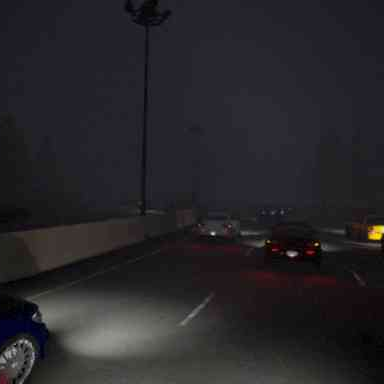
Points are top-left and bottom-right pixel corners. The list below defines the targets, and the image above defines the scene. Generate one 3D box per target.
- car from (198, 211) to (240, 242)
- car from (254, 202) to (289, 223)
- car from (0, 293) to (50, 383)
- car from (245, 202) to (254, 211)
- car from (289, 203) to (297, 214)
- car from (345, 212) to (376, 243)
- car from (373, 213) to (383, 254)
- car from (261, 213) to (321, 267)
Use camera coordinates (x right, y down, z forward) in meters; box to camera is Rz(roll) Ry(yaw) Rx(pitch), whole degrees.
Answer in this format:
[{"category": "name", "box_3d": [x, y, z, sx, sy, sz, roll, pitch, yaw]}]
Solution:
[{"category": "car", "box_3d": [1.541, 1.779, 18.052, 1.812, 1.442, 4.674, 1, -1, 13]}, {"category": "car", "box_3d": [7.143, 1.884, 30.507, 2.097, 1.767, 4.553, 1, -1, 6]}, {"category": "car", "box_3d": [-3.336, 1.481, 2.556, 1.812, 1.442, 4.674, 1, -1, 22]}, {"category": "car", "box_3d": [10.418, 2.383, 55.369, 1.882, 1.535, 5.008, 1, -1, -10]}, {"category": "car", "box_3d": [11.329, 2.107, 41.098, 2.097, 1.767, 4.553, 1, -1, -1]}, {"category": "car", "box_3d": [9.988, 1.911, 18.602, 1.801, 1.575, 5.366, 1, -1, 12]}, {"category": "car", "box_3d": [8.459, 1.799, 12.203, 1.801, 1.575, 5.366, 1, -1, 15]}, {"category": "car", "box_3d": [3.712, 1.762, 12.403, 1.812, 1.442, 4.674, 1, -1, 16]}]
